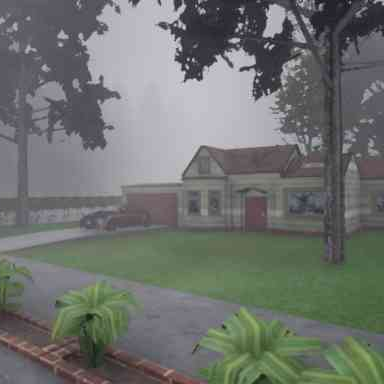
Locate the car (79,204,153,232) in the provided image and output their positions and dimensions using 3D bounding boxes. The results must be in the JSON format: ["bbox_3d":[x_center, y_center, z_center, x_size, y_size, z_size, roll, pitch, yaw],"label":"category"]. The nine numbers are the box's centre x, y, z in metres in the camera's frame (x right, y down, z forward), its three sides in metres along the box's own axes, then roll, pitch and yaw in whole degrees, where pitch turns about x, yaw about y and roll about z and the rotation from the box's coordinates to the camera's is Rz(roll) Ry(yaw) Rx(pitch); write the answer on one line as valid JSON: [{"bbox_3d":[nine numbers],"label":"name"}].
[{"bbox_3d":[-4.137,1.390,18.621,1.994,1.381,4.181,0,0,36],"label":"car"}]
